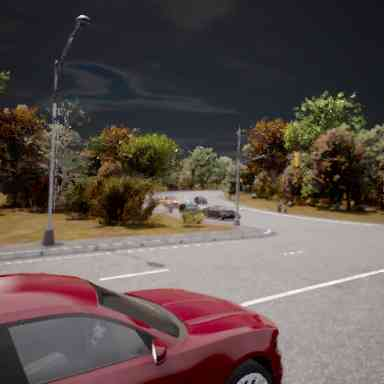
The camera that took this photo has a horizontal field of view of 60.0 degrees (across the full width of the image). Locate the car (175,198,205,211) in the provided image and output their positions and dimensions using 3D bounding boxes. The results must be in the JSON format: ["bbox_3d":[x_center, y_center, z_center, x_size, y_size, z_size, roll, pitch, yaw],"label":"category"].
[{"bbox_3d":[-0.324,1.967,42.631,1.994,1.385,4.181,2,0,-19],"label":"car"}]

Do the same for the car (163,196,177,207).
[{"bbox_3d":[-3.165,1.459,52.489,2.097,1.767,4.553,2,2,-14],"label":"car"}]

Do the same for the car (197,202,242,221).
[{"bbox_3d":[2.898,2.072,33.921,2.033,1.411,5.357,3,-1,-26],"label":"car"}]

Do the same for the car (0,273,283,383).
[{"bbox_3d":[-1.339,1.480,2.792,5.008,1.535,1.882,1,0,-36],"label":"car"}]

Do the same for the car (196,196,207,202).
[{"bbox_3d":[1.632,1.456,64.812,2.033,1.411,5.357,2,2,-8],"label":"car"}]
